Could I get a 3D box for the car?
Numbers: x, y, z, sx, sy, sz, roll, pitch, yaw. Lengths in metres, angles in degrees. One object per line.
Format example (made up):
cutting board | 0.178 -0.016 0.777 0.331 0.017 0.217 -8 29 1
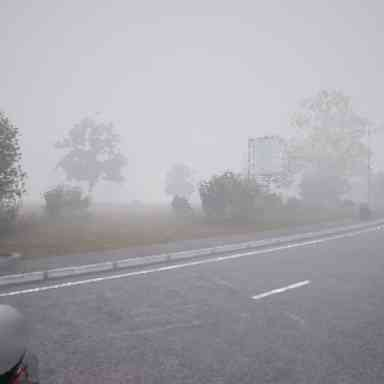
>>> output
car | -3.492 1.489 1.619 5.008 1.535 1.882 0 0 -35
